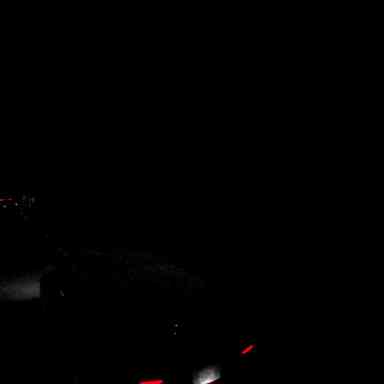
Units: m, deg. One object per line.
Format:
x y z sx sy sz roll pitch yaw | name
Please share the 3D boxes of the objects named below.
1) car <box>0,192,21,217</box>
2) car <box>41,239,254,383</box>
-15.647 1.142 27.866 2.097 1.767 4.553 -2 1 -30 | car
-1.047 1.439 4.921 1.812 1.442 4.674 -2 1 -31 | car
